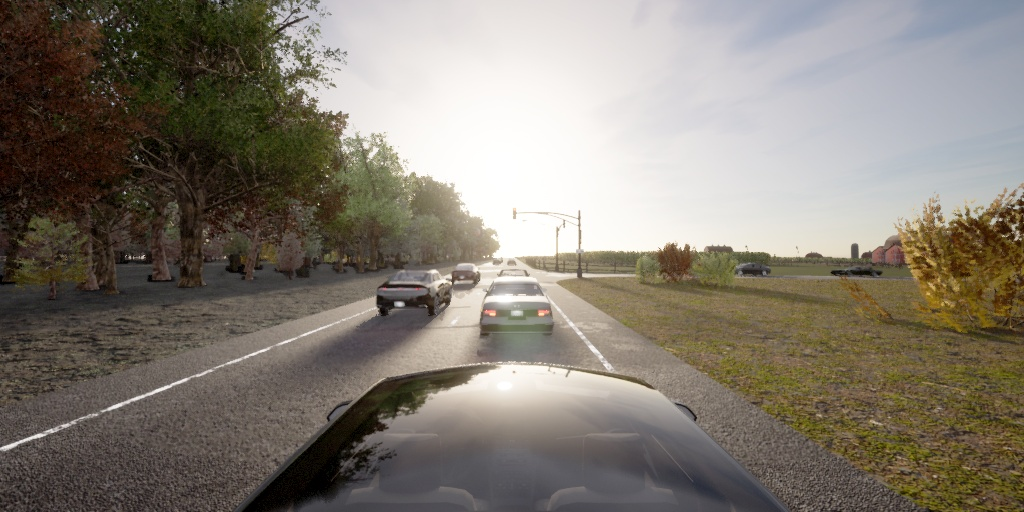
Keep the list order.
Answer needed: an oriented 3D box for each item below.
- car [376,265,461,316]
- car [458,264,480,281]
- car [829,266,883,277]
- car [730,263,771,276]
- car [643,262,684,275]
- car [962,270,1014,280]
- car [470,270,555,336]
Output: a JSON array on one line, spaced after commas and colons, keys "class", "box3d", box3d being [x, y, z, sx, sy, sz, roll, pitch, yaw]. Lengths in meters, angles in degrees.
[{"class": "car", "box3d": [-3.408, 1.243, 13.286, 2.128, 1.511, 4.902, 0, 0, 0]}, {"class": "car", "box3d": [-3.418, 1.281, 26.898, 1.812, 1.442, 4.674, 0, 0, 0]}, {"class": "car", "box3d": [40.715, 1.853, 42.521, 4.718, 1.301, 1.895, 1, -1, 0]}, {"class": "car", "box3d": [27.957, 1.616, 42.582, 4.892, 1.490, 1.837, 0, -1, 0]}, {"class": "car", "box3d": [17.973, 1.496, 42.642, 4.902, 1.511, 2.128, 1, -1, 1]}, {"class": "car", "box3d": [51.394, 1.909, 38.858, 4.718, 1.301, 1.895, 1, -1, 1]}, {"class": "car", "box3d": [0.090, 1.300, 10.368, 2.033, 1.411, 5.357, 0, 0, 0]}]
